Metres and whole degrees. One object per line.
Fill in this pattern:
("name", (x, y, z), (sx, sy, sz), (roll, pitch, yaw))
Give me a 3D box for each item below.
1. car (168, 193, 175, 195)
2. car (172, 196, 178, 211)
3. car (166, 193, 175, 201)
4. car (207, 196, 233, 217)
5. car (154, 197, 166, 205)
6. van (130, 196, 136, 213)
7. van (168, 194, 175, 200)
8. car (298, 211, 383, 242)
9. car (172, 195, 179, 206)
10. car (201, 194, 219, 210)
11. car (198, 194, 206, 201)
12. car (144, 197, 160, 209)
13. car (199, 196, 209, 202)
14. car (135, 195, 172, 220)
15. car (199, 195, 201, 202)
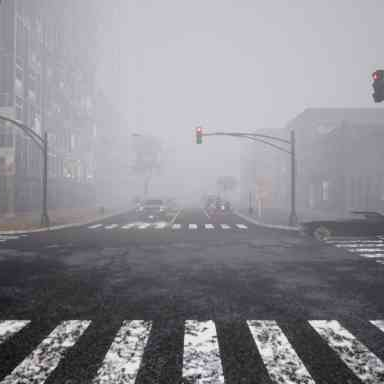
("car", (-5.677, 1.557, 82.050), (2.008, 1.369, 4.403), (1, 0, 0))
("car", (-3.097, 1.552, 38.602), (2.033, 1.411, 5.357), (0, 0, 1))
("car", (-5.673, 1.321, 87.724), (2.192, 1.841, 5.009), (1, 0, 0))
("car", (2.705, 1.444, 31.023), (1.967, 1.590, 4.097), (1, 0, 0))
("car", (-5.678, 1.587, 59.354), (1.802, 1.307, 4.206), (1, 0, 0))
("van", (-5.673, 1.346, 36.658), (1.690, 1.788, 3.998), (1, 0, 0))
("van", (-5.674, 1.347, 93.398), (1.690, 1.788, 3.998), (1, 0, 0))
("car", (7.409, 1.558, 15.366), (4.718, 1.301, 1.895), (-1, -1, 9))
("car", (-3.088, 1.531, 50.447), (1.812, 1.442, 4.674), (0, 0, 0))
("car", (2.707, 1.320, 42.371), (2.192, 1.841, 5.009), (1, 0, 0))
("car", (2.704, 1.446, 87.762), (1.967, 1.590, 4.097), (1, 0, 0))
("car", (-5.677, 1.530, 47.836), (1.752, 1.417, 4.829), (1, 0, 0))
("car", (2.702, 1.572, 76.415), (1.947, 1.339, 4.313), (1, 0, 0))
("car", (-3.133, 1.356, 28.167), (2.097, 1.767, 4.553), (0, 0, 1))
("car", (2.707, 1.321, 65.067), (2.192, 1.841, 5.009), (1, 0, 0))
